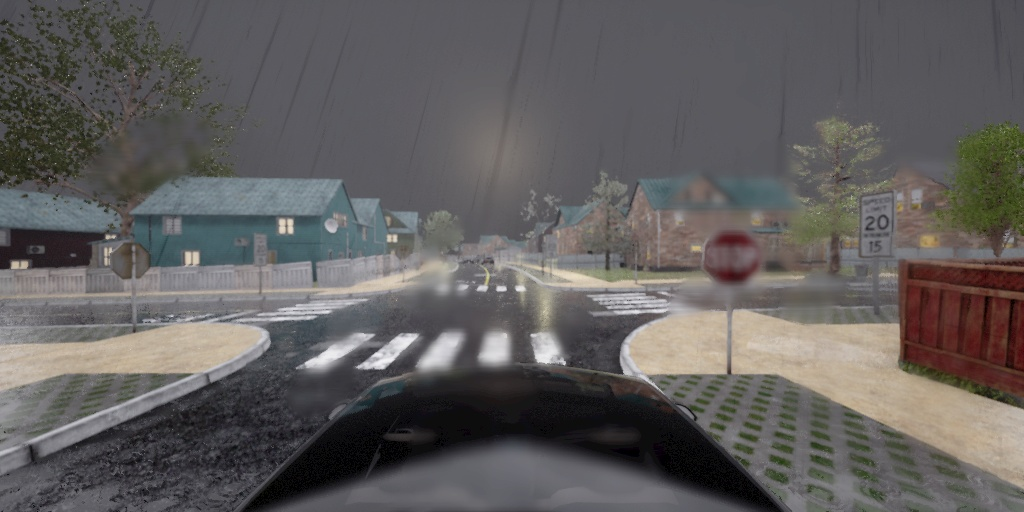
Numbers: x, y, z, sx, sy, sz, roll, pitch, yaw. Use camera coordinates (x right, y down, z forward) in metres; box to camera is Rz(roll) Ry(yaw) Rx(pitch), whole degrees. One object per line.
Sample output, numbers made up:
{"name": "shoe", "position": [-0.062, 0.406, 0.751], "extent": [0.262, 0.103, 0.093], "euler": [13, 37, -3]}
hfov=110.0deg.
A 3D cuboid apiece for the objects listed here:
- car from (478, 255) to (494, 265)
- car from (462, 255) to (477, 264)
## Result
{"name": "car", "position": [-3.927, 0.593, 56.832], "extent": [1.837, 1.490, 4.892], "euler": [0, 0, -10]}
{"name": "car", "position": [-7.473, 0.569, 60.871], "extent": [1.837, 1.490, 4.892], "euler": [0, 0, -10]}
